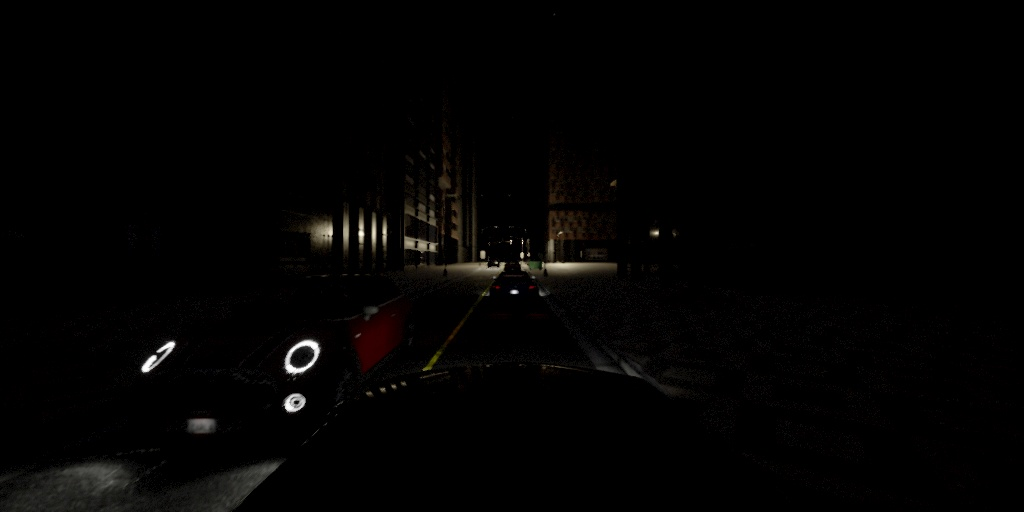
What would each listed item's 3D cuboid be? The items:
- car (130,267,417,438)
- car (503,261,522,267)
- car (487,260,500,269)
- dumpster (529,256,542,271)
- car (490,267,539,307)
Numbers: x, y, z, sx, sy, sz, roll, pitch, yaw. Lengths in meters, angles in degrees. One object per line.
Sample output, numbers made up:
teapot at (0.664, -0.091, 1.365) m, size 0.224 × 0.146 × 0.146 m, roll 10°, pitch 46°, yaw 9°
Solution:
car at (-3.101, 1.108, 5.826) m, size 2.097 × 1.767 × 4.553 m, roll 0°, pitch 0°, yaw 0°
car at (0.067, 1.281, 40.429) m, size 1.882 × 1.535 × 5.008 m, roll 0°, pitch 0°, yaw 0°
car at (-3.086, 1.396, 59.917) m, size 1.994 × 1.385 × 4.181 m, roll 0°, pitch 0°, yaw 0°
dumpster at (3.099, 1.210, 48.282) m, size 1.020 × 1.700 × 1.940 m, roll 0°, pitch 0°, yaw 0°
car at (0.089, 1.332, 15.545) m, size 1.994 × 1.385 × 4.181 m, roll 0°, pitch 0°, yaw 0°
